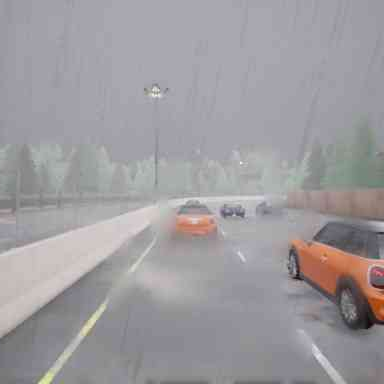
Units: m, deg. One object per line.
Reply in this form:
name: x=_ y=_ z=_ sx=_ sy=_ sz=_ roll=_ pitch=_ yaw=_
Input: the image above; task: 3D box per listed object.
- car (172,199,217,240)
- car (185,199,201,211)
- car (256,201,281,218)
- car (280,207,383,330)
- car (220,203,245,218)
car: x=0.112 y=1.392 z=17.245 sx=2.097 sy=1.767 sz=4.553 roll=0 pitch=0 yaw=0
car: x=0.219 y=1.667 z=44.151 sx=1.994 sy=1.385 sz=4.181 roll=0 pitch=0 yaw=2
car: x=7.126 y=1.595 z=30.657 sx=1.812 sy=1.442 sz=4.674 roll=0 pitch=0 yaw=0
car: x=3.605 y=1.368 z=7.096 sx=2.097 sy=1.767 sz=4.553 roll=0 pitch=0 yaw=0
car: x=3.622 y=1.671 z=30.740 sx=1.895 sy=1.301 sz=4.718 roll=0 pitch=0 yaw=0
